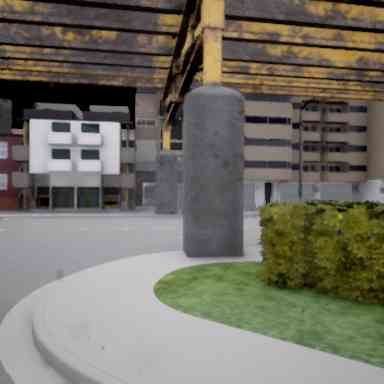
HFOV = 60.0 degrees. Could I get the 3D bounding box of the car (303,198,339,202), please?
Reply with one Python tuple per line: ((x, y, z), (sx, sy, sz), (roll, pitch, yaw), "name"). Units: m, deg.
((8.306, 1.298, 23.113), (4.553, 1.767, 2.097), (0, 0, -9), "car")
